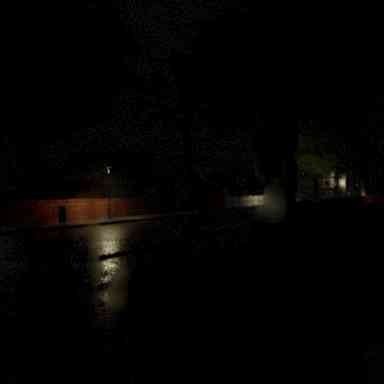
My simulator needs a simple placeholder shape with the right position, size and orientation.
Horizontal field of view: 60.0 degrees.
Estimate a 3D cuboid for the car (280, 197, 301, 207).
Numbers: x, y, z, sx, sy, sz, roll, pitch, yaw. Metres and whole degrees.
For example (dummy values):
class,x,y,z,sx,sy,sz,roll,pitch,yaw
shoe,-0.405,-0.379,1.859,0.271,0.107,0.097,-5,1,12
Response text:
class,x,y,z,sx,sy,sz,roll,pitch,yaw
car,14.009,1.400,46.668,1.812,1.442,4.674,0,0,35
